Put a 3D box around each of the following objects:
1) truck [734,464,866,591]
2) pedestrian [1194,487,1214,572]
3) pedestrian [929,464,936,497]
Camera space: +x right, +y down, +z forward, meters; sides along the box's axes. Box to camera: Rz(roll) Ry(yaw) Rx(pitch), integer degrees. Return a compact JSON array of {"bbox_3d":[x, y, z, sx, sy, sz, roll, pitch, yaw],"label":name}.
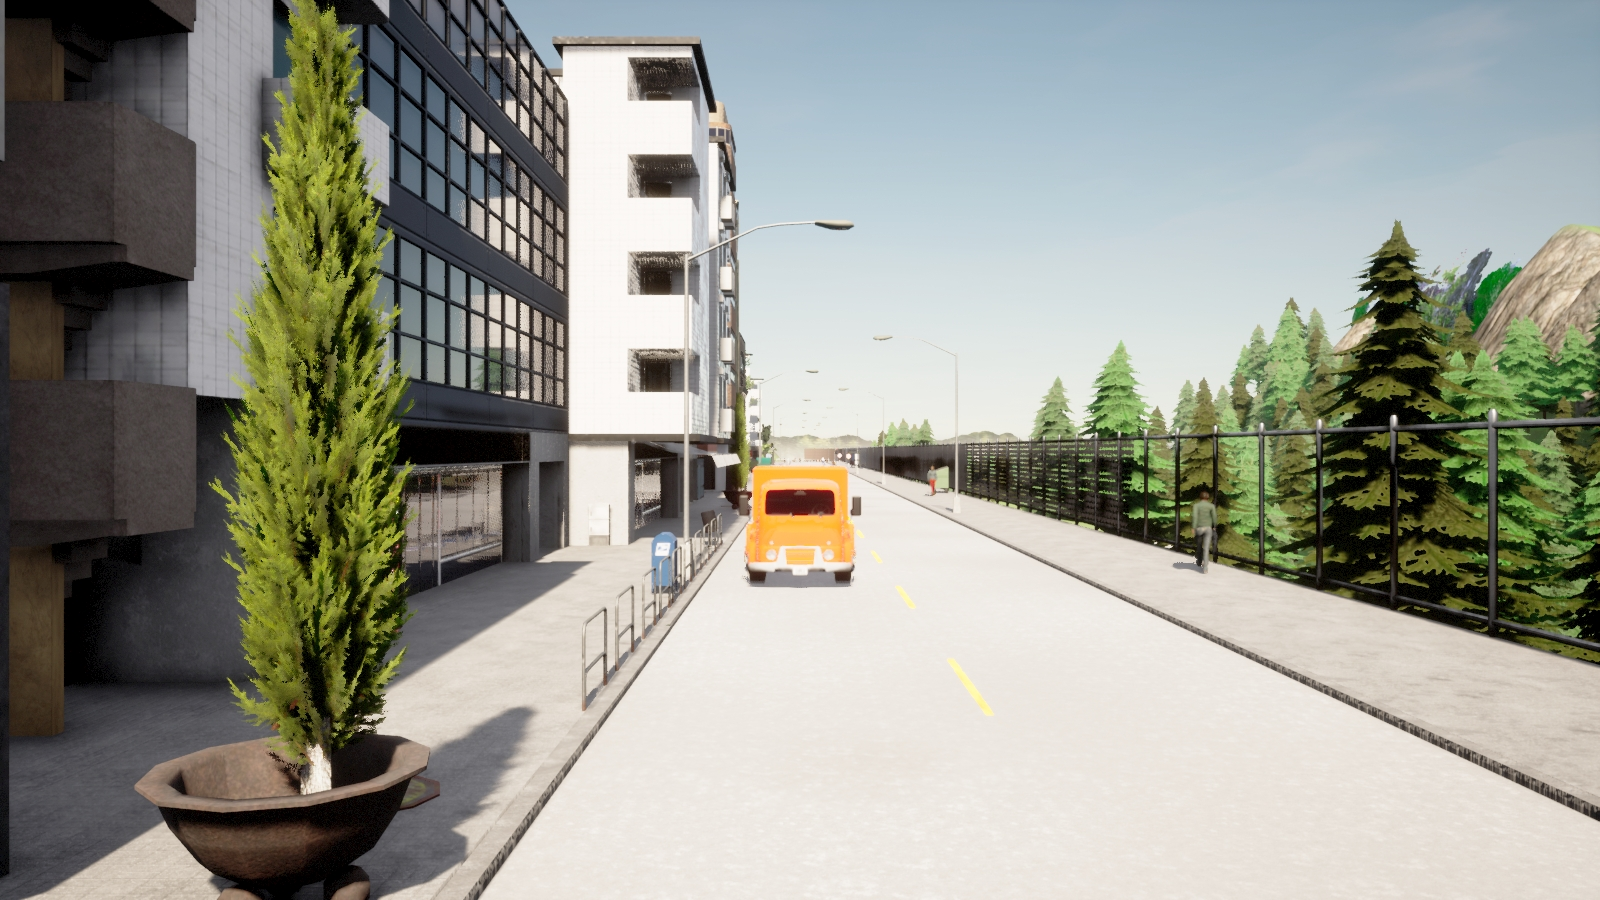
[{"bbox_3d":[0.001,1.578,25.460,2.627,2.467,5.204,0,0,0],"label":"truck"},{"bbox_3d":[8.957,1.755,25.336,0.375,1.860,0.375,0,0,13],"label":"pedestrian"},{"bbox_3d":[7.669,1.770,66.298,0.375,1.860,0.375,0,0,0],"label":"pedestrian"}]
